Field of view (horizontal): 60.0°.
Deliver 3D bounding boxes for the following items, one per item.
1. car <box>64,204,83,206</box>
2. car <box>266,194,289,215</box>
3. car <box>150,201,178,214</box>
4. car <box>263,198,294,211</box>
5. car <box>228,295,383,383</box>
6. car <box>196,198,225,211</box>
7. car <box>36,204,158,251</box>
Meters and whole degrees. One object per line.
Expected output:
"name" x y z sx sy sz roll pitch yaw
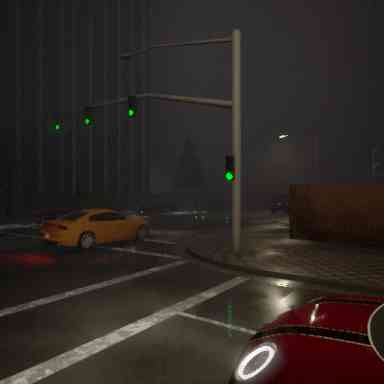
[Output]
"car" -9.287 1.614 25.430 1.895 1.301 4.718 0 0 35
"car" 9.936 1.228 34.059 2.150 2.045 5.566 0 0 35
"car" -3.506 1.614 33.586 1.895 1.301 4.718 0 0 35
"car" 10.777 1.501 41.309 2.128 1.511 4.902 0 0 36
"car" 2.483 1.352 2.187 4.553 1.767 2.097 0 0 36
"car" 2.337 1.505 41.797 2.128 1.511 4.902 0 0 36
"car" -3.961 1.484 14.437 1.882 1.535 5.008 0 0 35
